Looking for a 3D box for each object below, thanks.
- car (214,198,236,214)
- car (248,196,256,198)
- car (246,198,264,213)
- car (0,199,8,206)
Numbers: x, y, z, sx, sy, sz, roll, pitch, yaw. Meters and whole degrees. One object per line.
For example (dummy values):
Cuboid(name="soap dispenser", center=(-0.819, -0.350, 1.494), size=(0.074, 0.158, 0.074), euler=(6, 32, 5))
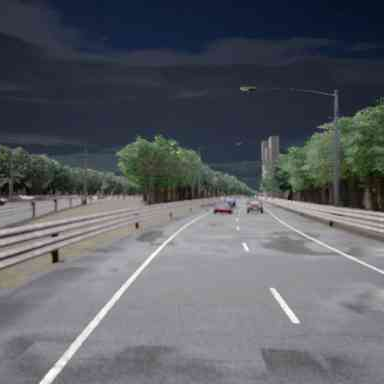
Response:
Cuboid(name="car", center=(3.628, 1.723, 38.032), size=(1.994, 1.385, 4.181), euler=(0, 0, 11))
Cuboid(name="car", center=(9.762, 1.605, 53.673), size=(2.097, 1.767, 4.553), euler=(0, 0, 10))
Cuboid(name="car", center=(7.333, 1.701, 38.895), size=(1.812, 1.442, 4.674), euler=(0, -1, 10))
Cuboid(name="car", center=(-26.071, 1.590, 44.078), size=(1.994, 1.385, 4.181), euler=(0, 0, -11))
